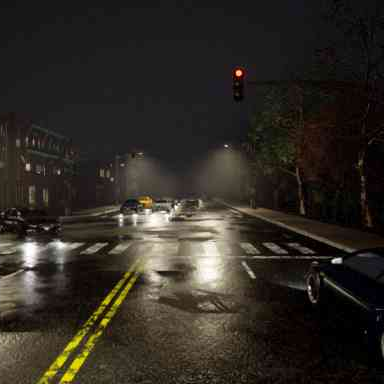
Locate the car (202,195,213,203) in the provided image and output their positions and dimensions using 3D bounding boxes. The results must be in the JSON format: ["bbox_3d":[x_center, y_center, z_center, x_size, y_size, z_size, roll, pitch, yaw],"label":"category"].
[{"bbox_3d":[3.329,1.466,68.383,2.128,1.511,4.902,0,0,0],"label":"car"}]

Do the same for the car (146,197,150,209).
[{"bbox_3d":[-6.603,1.463,45.904,1.882,1.535,5.008,0,0,0],"label":"car"}]

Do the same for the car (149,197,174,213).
[{"bbox_3d":[-3.352,1.515,36.972,1.812,1.442,4.674,0,0,0],"label":"car"}]

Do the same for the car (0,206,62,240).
[{"bbox_3d":[-8.484,1.517,17.207,4.892,1.490,1.837,-2,-3,44],"label":"car"}]

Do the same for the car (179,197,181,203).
[{"bbox_3d":[-3.339,1.581,56.320,1.895,1.301,4.718,0,0,0],"label":"car"}]

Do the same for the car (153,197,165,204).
[{"bbox_3d":[-6.557,1.577,65.737,1.895,1.301,4.718,0,0,0],"label":"car"}]

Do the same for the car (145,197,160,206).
[{"bbox_3d":[-6.595,1.545,55.815,1.994,1.385,4.181,0,0,0],"label":"car"}]

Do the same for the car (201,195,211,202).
[{"bbox_3d":[3.223,1.509,78.568,2.033,1.411,5.357,0,0,0],"label":"car"}]

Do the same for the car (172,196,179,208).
[{"bbox_3d":[-3.354,1.476,46.240,2.128,1.511,4.902,0,0,0],"label":"car"}]

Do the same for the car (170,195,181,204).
[{"bbox_3d":[-3.304,1.453,66.596,1.882,1.535,5.008,0,0,0],"label":"car"}]

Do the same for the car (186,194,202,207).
[{"bbox_3d":[0.083,1.473,51.187,2.128,1.511,4.902,0,0,0],"label":"car"}]

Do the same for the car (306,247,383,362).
[{"bbox_3d":[3.336,1.563,5.288,1.994,1.385,4.181,0,0,1],"label":"car"}]

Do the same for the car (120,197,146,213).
[{"bbox_3d":[-6.631,1.515,36.819,1.812,1.442,4.674,0,0,1],"label":"car"}]
